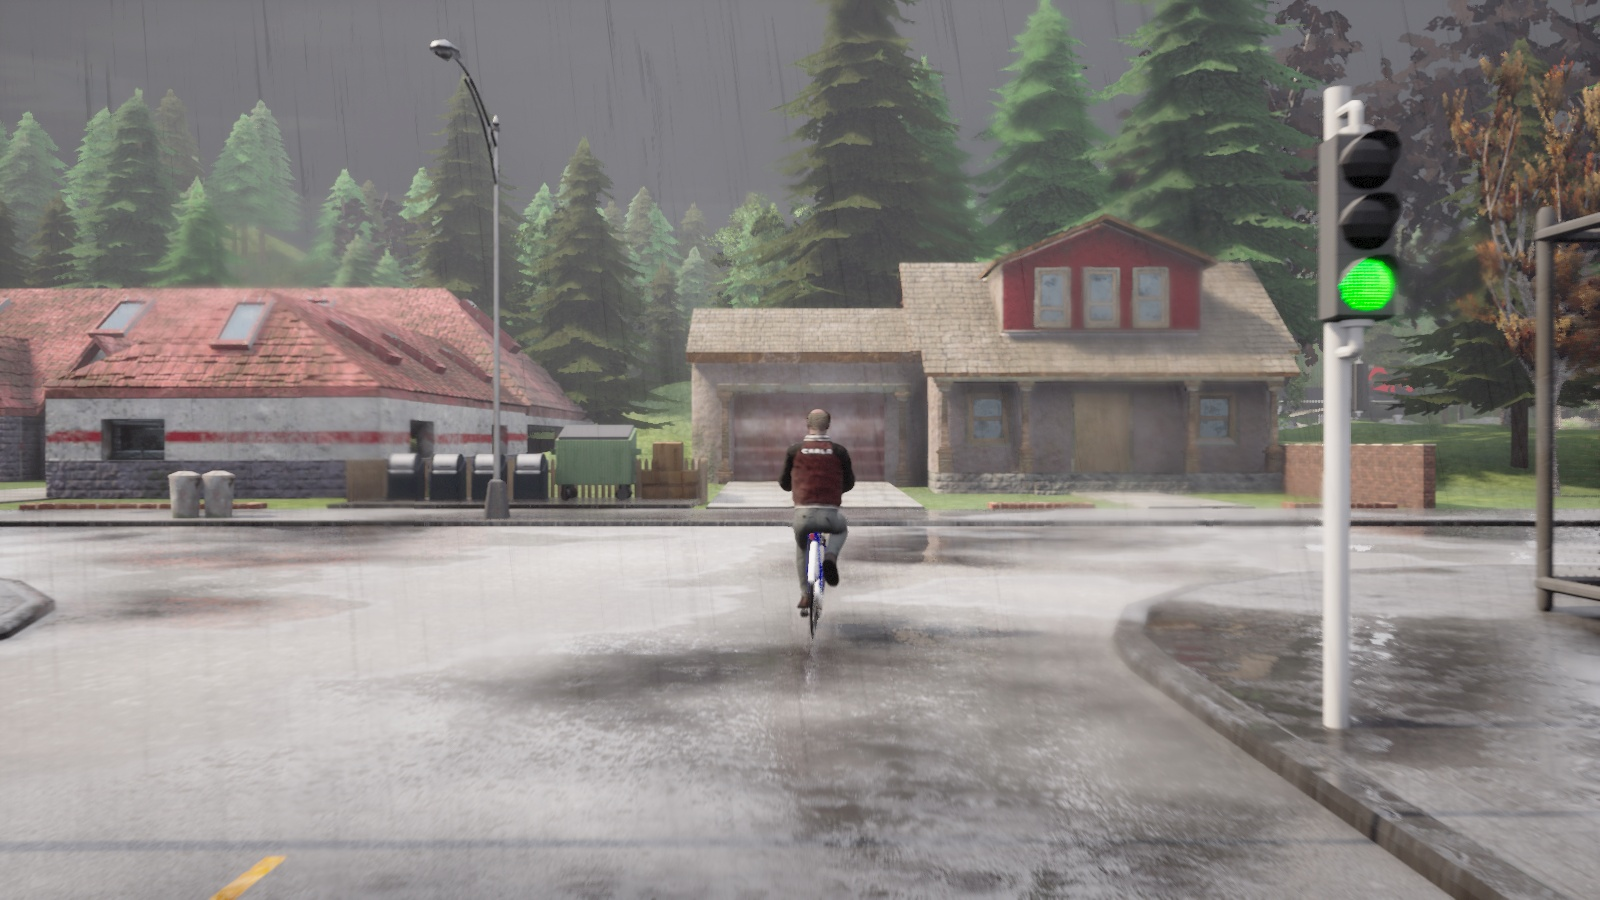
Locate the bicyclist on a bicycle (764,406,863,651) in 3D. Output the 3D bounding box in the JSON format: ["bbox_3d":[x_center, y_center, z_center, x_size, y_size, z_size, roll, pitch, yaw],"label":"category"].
[{"bbox_3d":[0.144,0.560,10.076,0.659,1.776,1.843,1,1,4],"label":"bicyclist on a bicycle"}]
